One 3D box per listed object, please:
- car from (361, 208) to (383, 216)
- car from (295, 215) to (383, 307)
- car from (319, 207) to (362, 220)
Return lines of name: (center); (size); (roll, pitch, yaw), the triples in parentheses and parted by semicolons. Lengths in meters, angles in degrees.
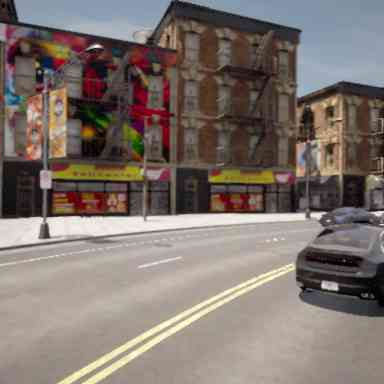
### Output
car: (12.410, 1.718, 19.665); (4.181, 1.385, 1.994); (1, 0, -28)
car: (4.156, 1.560, 8.262); (1.837, 1.490, 4.892); (-1, -1, 39)
car: (10.644, 1.709, 22.644); (4.181, 1.385, 1.994); (1, 0, -29)
